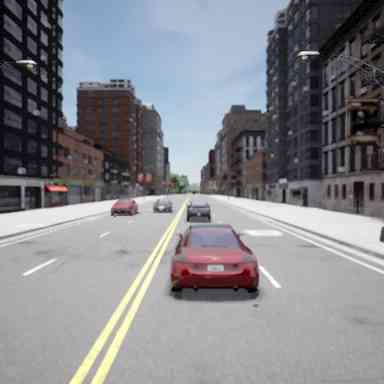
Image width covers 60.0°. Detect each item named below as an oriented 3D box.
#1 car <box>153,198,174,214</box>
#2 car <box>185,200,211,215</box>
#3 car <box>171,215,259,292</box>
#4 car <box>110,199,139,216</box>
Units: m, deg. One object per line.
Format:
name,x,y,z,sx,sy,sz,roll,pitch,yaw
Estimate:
car,-2.931,1.369,34.322,2.128,1.511,4.902,0,0,0
car,0.507,1.398,26.243,2.128,1.511,4.902,0,0,0
car,0.493,1.532,8.883,1.994,1.385,4.181,0,0,0
car,-6.187,1.365,30.933,1.882,1.535,5.008,0,0,0
